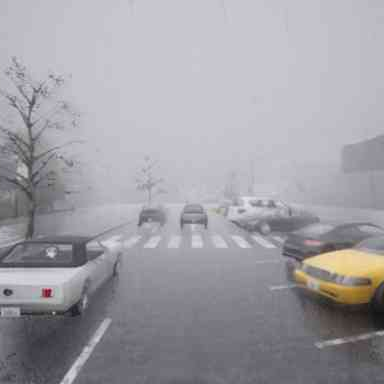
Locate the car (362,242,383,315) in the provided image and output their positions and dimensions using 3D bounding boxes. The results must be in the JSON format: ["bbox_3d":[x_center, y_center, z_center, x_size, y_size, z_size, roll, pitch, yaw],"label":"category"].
[{"bbox_3d":[5.102,1.550,4.577,4.792,1.488,2.163,1,-1,-20],"label":"car"}]

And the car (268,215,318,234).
[{"bbox_3d":[5.080,1.597,10.529,4.674,1.452,2.002,1,-1,-20],"label":"car"}]

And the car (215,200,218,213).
[{"bbox_3d":[5.286,1.761,31.468,5.366,1.575,1.946,1,-1,-20],"label":"car"}]

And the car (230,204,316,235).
[{"bbox_3d":[5.106,1.632,19.470,4.892,1.521,2.231,1,0,-20],"label":"car"}]

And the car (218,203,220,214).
[{"bbox_3d":[5.102,1.727,28.421,4.892,1.521,2.231,1,-1,-20],"label":"car"}]

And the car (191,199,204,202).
[{"bbox_3d":[0.152,1.866,38.817,1.837,1.490,4.892,0,-1,0],"label":"car"}]

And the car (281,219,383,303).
[{"bbox_3d":[4.907,1.531,7.481,5.366,1.575,1.946,1,0,-20],"label":"car"}]

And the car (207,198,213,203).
[{"bbox_3d":[4.952,1.866,40.283,5.366,1.575,1.946,1,0,-20],"label":"car"}]

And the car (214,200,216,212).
[{"bbox_3d":[5.142,1.828,34.397,4.792,1.488,2.163,1,-1,-20],"label":"car"}]

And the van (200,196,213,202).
[{"bbox_3d":[5.088,2.233,92.592,4.442,1.987,1.878,2,-2,-20],"label":"van"}]

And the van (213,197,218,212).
[{"bbox_3d":[5.014,1.607,37.327,4.442,1.987,1.878,1,0,-20],"label":"van"}]

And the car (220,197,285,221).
[{"bbox_3d":[5.129,1.409,22.474,5.566,2.045,2.435,1,-1,-20],"label":"car"}]

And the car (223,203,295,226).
[{"bbox_3d":[5.110,1.692,25.435,5.008,1.535,2.097,1,0,-20],"label":"car"}]

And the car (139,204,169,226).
[{"bbox_3d":[-2.866,1.701,25.260,1.837,1.490,4.892,0,-1,0],"label":"car"}]

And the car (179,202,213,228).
[{"bbox_3d":[0.133,1.671,23.624,2.128,1.511,4.902,0,-1,0],"label":"car"}]

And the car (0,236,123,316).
[{"bbox_3d":[-2.890,1.644,7.548,1.895,1.301,4.718,0,0,0],"label":"car"}]
